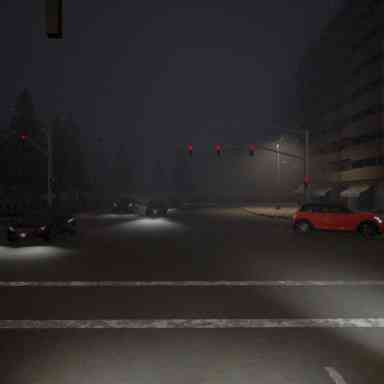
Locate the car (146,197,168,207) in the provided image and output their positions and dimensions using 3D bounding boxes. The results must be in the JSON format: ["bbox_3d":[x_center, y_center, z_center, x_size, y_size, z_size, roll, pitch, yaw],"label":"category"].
[{"bbox_3d":[-5.264,1.526,51.056,1.812,1.442,4.674,0,0,16],"label":"car"}]

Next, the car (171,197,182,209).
[{"bbox_3d":[-2.677,1.493,46.348,2.128,1.511,4.902,0,0,10],"label":"car"}]

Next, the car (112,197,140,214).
[{"bbox_3d":[-6.927,1.352,35.345,2.097,1.767,4.553,0,0,3],"label":"car"}]

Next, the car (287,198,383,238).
[{"bbox_3d":[7.623,1.367,17.730,4.553,1.767,2.097,0,0,18],"label":"car"}]

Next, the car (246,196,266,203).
[{"bbox_3d":[13.128,1.478,68.087,5.008,1.535,1.882,0,0,-41],"label":"car"}]

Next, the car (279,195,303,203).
[{"bbox_3d":[21.923,1.525,73.615,4.902,1.511,2.128,0,0,-22],"label":"car"}]

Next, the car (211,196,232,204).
[{"bbox_3d":[5.902,1.548,65.657,2.033,1.411,5.357,0,0,39],"label":"car"}]

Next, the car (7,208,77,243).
[{"bbox_3d":[-7.083,1.547,16.283,1.812,1.442,4.674,0,0,0],"label":"car"}]

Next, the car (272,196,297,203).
[{"bbox_3d":[18.492,1.478,67.600,5.008,1.535,1.882,0,0,-33],"label":"car"}]

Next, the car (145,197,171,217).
[{"bbox_3d":[-3.360,1.491,31.547,2.128,1.511,4.902,0,0,-3],"label":"car"}]

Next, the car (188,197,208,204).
[{"bbox_3d":[1.236,1.600,65.331,1.895,1.301,4.718,0,0,35],"label":"car"}]
